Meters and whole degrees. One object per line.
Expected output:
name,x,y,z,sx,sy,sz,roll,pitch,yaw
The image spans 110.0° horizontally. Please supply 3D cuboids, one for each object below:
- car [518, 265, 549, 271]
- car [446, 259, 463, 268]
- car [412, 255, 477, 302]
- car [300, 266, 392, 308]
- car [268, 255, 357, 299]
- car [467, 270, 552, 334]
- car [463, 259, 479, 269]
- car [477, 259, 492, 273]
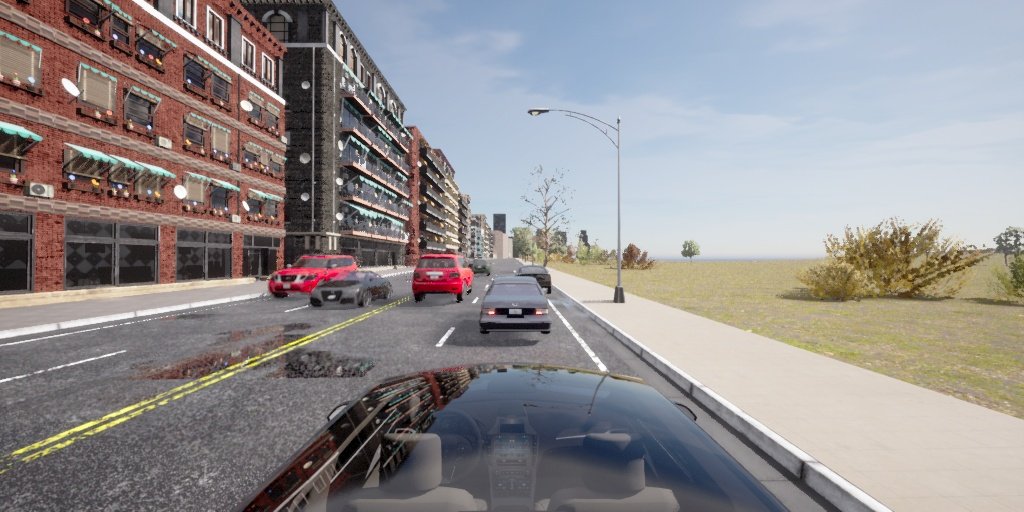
car,1.118,1.230,20.350,1.882,1.535,5.008,0,0,0
car,-9.880,1.297,61.538,2.033,1.411,5.357,0,0,0
car,-3.166,0.972,17.309,2.150,2.045,5.566,0,0,0
car,-6.614,1.315,15.137,1.994,1.385,4.181,0,0,0
car,-9.869,0.973,18.464,2.150,2.045,5.566,0,0,0
car,0.093,1.299,10.586,2.033,1.411,5.357,0,0,0
car,-6.640,1.241,58.593,2.128,1.511,4.902,0,0,0
car,-3.180,1.102,37.216,2.097,1.767,4.553,0,0,0
